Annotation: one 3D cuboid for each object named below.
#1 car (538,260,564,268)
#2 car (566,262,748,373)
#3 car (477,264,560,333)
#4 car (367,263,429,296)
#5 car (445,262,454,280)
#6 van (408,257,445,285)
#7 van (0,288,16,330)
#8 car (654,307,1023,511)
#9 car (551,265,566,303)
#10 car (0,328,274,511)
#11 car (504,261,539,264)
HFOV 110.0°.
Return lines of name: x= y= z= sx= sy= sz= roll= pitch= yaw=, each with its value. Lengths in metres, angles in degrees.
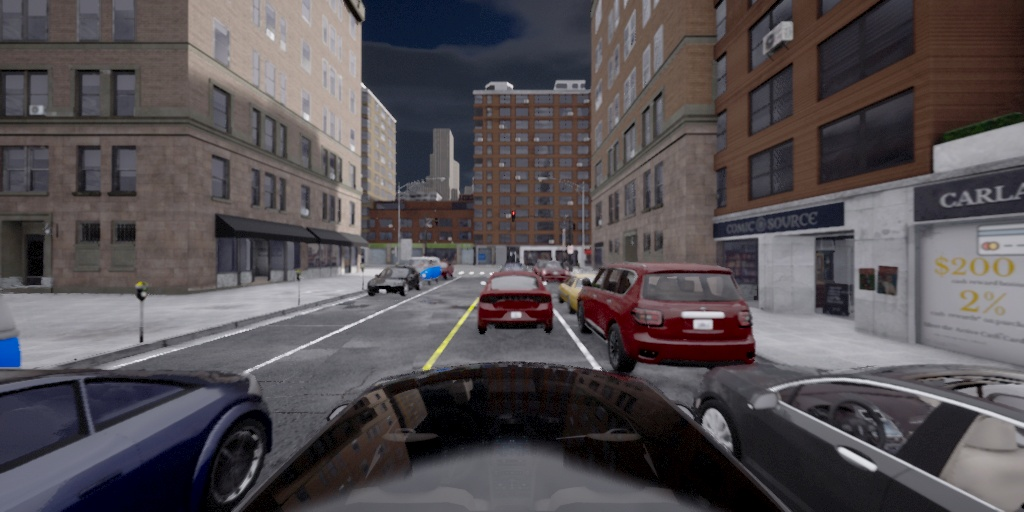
car: x=2.672 y=1.050 z=23.868 sx=1.967 sy=1.591 sz=4.097 roll=0 pitch=0 yaw=0
car: x=2.670 y=1.026 z=7.420 sx=2.192 sy=1.841 sz=5.009 roll=0 pitch=0 yaw=0
car: x=0.062 y=1.169 z=10.583 sx=1.882 sy=1.535 sz=5.008 roll=0 pitch=0 yaw=-1
car: x=-5.854 y=1.209 z=18.389 sx=1.948 sy=1.339 sz=4.313 roll=0 pitch=0 yaw=0
car: x=-5.852 y=1.123 z=29.353 sx=1.888 sy=1.381 sz=4.507 roll=0 pitch=0 yaw=0
van: x=-5.853 y=0.951 z=23.871 sx=1.690 sy=1.789 sz=3.998 roll=0 pitch=0 yaw=0
van: x=-5.857 y=1.089 z=1.943 sx=1.690 sy=1.789 sz=3.998 roll=0 pitch=0 yaw=0
car: x=2.668 y=1.299 z=1.939 sx=2.007 sy=1.370 sz=4.403 roll=0 pitch=0 yaw=0
car: x=2.671 y=1.202 z=13.073 sx=1.751 sy=1.417 sz=4.829 roll=0 pitch=0 yaw=0
car: x=-3.101 y=1.316 z=1.447 sx=1.994 sy=1.385 sz=4.181 roll=0 pitch=0 yaw=0
car: x=0.101 y=1.130 z=19.227 sx=2.128 sy=1.511 sz=4.902 roll=0 pitch=0 yaw=0
